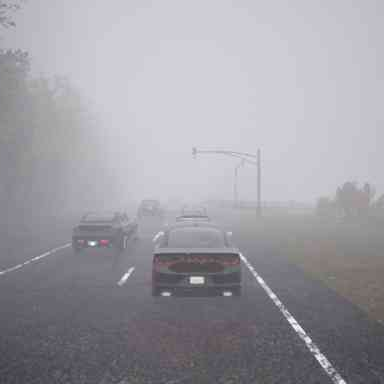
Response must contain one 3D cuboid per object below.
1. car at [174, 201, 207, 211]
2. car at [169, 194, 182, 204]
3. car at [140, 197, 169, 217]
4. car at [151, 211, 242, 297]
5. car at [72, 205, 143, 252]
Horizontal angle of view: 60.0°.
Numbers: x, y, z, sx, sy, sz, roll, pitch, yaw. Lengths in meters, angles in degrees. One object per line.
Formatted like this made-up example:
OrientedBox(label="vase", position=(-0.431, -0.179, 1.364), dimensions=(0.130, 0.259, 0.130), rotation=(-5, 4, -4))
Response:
OrientedBox(label="car", position=(0.089, 1.496, 18.147), dimensions=(2.128, 1.511, 4.902), rotation=(0, 0, 0))
OrientedBox(label="car", position=(-3.474, 1.355, 63.290), dimensions=(2.097, 1.767, 4.553), rotation=(0, 0, 0))
OrientedBox(label="car", position=(-3.433, 1.357, 28.985), dimensions=(2.097, 1.767, 4.553), rotation=(0, 0, 0))
OrientedBox(label="car", position=(0.091, 1.480, 8.630), dimensions=(1.882, 1.535, 5.008), rotation=(0, 0, 0))
OrientedBox(label="car", position=(-3.416, 1.508, 13.825), dimensions=(1.837, 1.490, 4.892), rotation=(0, 0, 0))
